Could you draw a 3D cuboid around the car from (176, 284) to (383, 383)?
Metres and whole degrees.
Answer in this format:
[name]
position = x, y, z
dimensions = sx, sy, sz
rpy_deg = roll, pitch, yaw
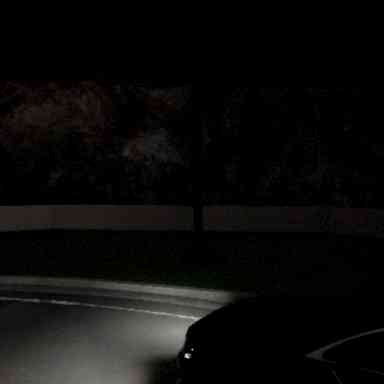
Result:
[car]
position = 2.114, 1.435, 2.447
dimensions = 4.892, 1.490, 1.837
rpy_deg = 0, -1, 35
